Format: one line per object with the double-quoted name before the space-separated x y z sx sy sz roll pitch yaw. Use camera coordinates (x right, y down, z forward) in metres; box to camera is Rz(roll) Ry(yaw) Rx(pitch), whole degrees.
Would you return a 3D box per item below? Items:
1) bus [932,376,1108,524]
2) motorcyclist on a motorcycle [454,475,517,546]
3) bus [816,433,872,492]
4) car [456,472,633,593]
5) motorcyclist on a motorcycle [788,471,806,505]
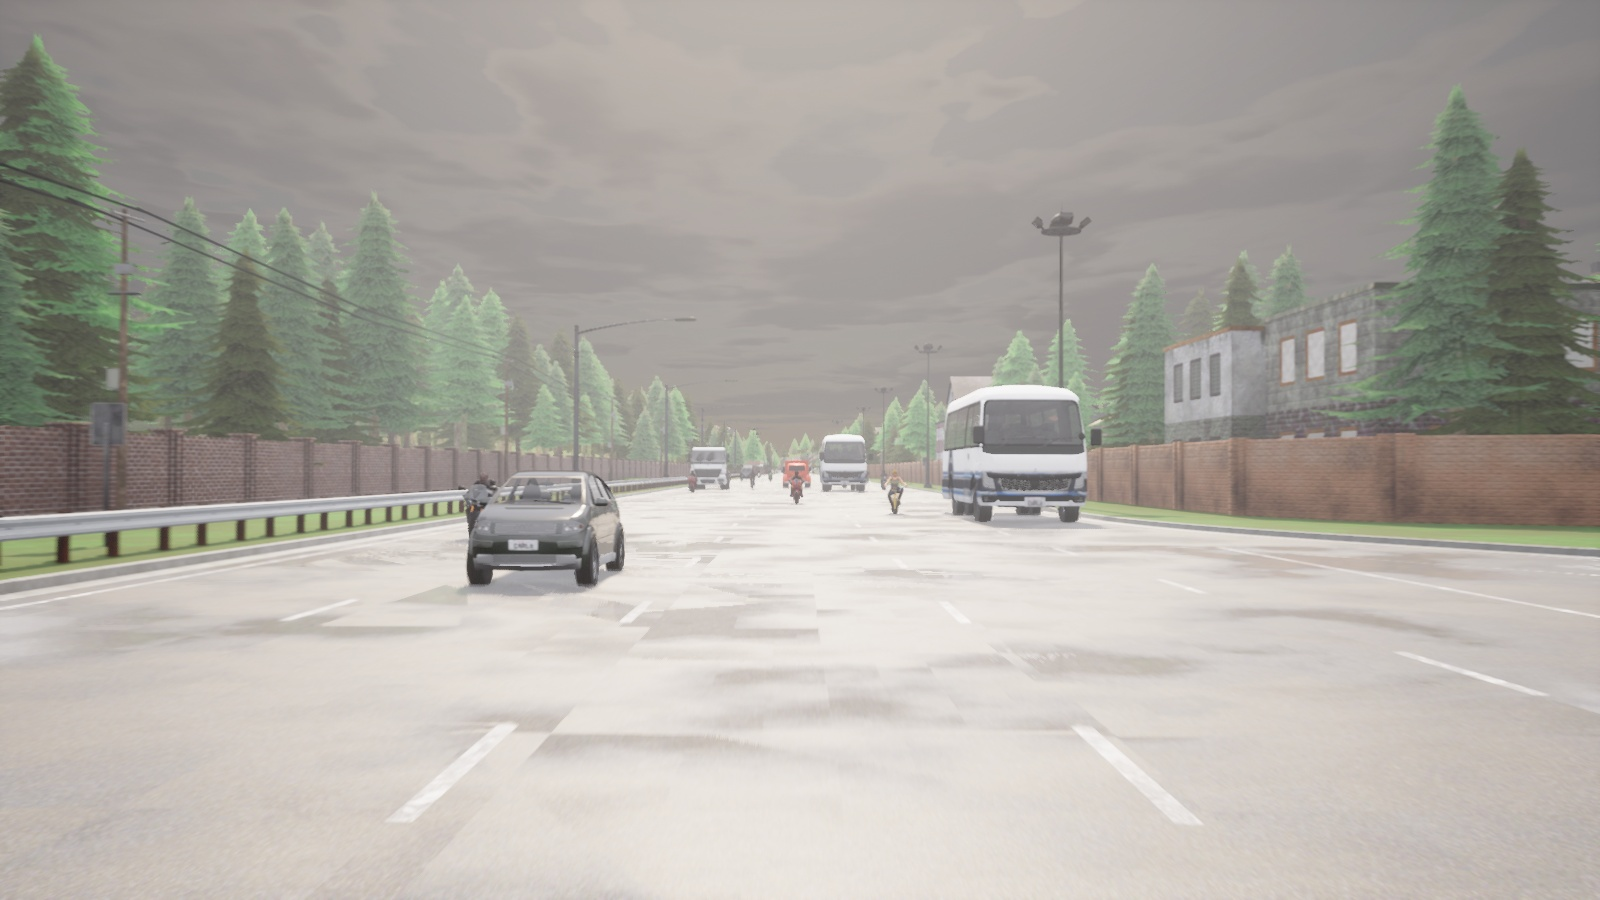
"bus" 6.894 0.089 41.415 3.944 4.253 10.273 0 -1 0
"motorcyclist on a motorcycle" -7.069 1.342 28.314 0.866 1.530 2.191 0 -1 0
"bus" 3.260 1.002 96.223 3.944 4.253 10.273 0 -1 0
"car" -3.544 1.106 18.064 1.789 1.549 3.705 0 -1 0
"motorcyclist on a motorcycle" -0.140 1.742 57.641 0.797 1.523 2.044 0 -1 0
